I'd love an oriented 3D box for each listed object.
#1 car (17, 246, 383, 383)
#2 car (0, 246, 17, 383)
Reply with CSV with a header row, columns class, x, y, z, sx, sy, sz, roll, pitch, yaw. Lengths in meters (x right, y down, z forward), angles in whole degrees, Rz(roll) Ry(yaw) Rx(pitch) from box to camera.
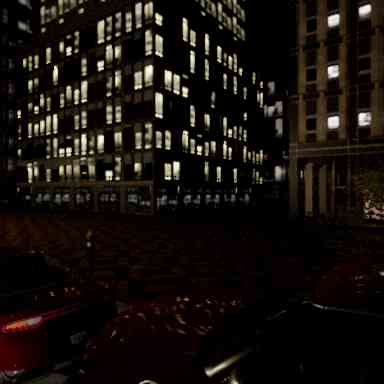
class,x,y,z,sx,sy,sz,roll,pitch,yaw
car,1.411,1.316,1.875,5.009,1.841,2.192,0,0,35
car,-3.102,1.508,5.089,4.507,1.381,1.887,0,0,35
